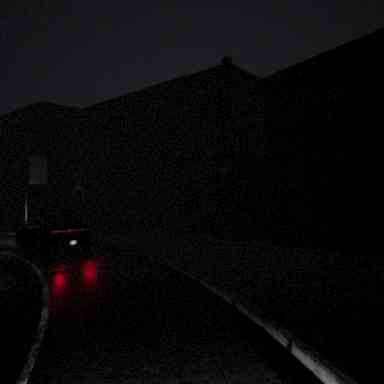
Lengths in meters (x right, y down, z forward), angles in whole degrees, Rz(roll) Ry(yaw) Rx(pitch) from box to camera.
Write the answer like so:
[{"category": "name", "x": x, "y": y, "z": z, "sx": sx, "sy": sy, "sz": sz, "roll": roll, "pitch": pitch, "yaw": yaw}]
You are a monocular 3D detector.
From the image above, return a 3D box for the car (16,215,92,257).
[{"category": "car", "x": -5.897, "y": 1.710, "z": 13.905, "sx": 2.128, "sy": 1.511, "sz": 4.902, "roll": 0, "pitch": -2, "yaw": -41}]
